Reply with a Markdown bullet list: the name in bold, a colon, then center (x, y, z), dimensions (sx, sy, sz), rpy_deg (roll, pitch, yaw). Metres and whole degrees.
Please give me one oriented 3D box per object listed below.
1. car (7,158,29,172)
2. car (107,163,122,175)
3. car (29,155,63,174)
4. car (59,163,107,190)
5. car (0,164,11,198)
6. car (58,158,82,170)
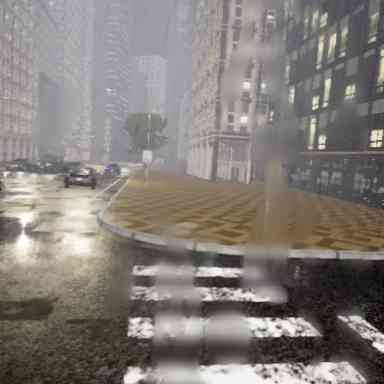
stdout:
- **car**: center (-19.337, -3.097, 37.722), dimensions (1.812, 1.442, 4.674), rpy_deg (3, 5, -8)
- **car**: center (-10.031, -2.948, 42.680), dimensions (1.812, 1.442, 4.674), rpy_deg (3, 5, -8)
- **car**: center (-16.046, -3.195, 37.711), dimensions (2.150, 2.045, 5.566), rpy_deg (3, 5, -8)
- **car**: center (-7.252, -1.000, 22.556), dimensions (1.994, 1.385, 4.181), rpy_deg (3, 5, -8)
- **car**: center (-9.253, -0.324, 13.316), dimensions (1.994, 1.385, 4.181), rpy_deg (3, 5, -8)
- **car**: center (-12.278, -2.495, 35.258), dimensions (1.882, 1.535, 5.008), rpy_deg (3, 5, -8)
